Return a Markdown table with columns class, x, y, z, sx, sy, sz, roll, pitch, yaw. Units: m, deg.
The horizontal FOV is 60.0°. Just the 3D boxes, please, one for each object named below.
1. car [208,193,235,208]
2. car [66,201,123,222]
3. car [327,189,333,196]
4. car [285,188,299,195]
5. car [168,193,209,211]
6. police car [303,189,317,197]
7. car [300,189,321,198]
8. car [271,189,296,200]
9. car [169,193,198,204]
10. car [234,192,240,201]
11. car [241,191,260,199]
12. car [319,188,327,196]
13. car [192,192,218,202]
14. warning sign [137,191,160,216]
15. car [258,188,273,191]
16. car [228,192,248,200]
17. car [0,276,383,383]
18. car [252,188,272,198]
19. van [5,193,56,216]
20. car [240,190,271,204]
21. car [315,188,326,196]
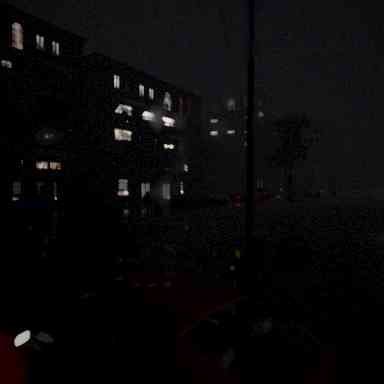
| class | x | y | z | sx | sy | sz | roll | pitch | yaw |
| --- | --- | --- | --- | --- | --- | --- | --- | --- | --- |
| car | 2.610 | 1.040 | 37.588 | 2.008 | 1.369 | 4.403 | 2 | 2 | 35 |
| car | -6.900 | 1.319 | 23.853 | 1.947 | 1.339 | 4.313 | 2 | 2 | 35 |
| car | 34.309 | 0.068 | 83.373 | 1.967 | 1.590 | 4.097 | 2 | 2 | 35 |
| car | 24.251 | -0.044 | 83.561 | 2.192 | 1.841 | 5.009 | 2 | 2 | 35 |
| car | -0.561 | 1.122 | 33.009 | 1.887 | 1.381 | 4.507 | 2 | 2 | 35 |
| police car | 27.324 | 0.179 | 76.830 | 1.930 | 1.638 | 5.238 | 0 | 1 | 32 |
| car | 24.799 | 0.435 | 69.641 | 2.008 | 1.369 | 4.403 | 2 | 2 | 35 |
| car | 15.387 | 0.665 | 56.043 | 1.752 | 1.417 | 4.829 | 2 | 2 | 35 |
| car | -1.110 | 0.895 | 46.937 | 1.947 | 1.339 | 4.313 | 2 | 2 | 35 |
| car | 7.285 | 0.804 | 49.000 | 1.812 | 1.442 | 4.674 | 1 | 1 | 35 |
| car | 11.473 | 0.511 | 65.111 | 1.752 | 1.417 | 4.829 | 2 | 2 | 35 |
| car | 27.968 | 0.350 | 74.218 | 2.008 | 1.369 | 4.403 | 2 | 2 | 35 |
| car | 2.060 | 0.793 | 51.516 | 2.008 | 1.369 | 4.403 | 2 | 2 | 35 |
| warning sign | -3.283 | 0.842 | 24.939 | 1.300 | 1.860 | 1.060 | 0 | 0 | 35 |
| car | 12.891 | 0.345 | 57.180 | 2.150 | 2.045 | 5.566 | 1 | 1 | 35 |
| car | 8.399 | 0.635 | 60.674 | 1.947 | 1.339 | 4.313 | 2 | 2 | 35 |
| car | -0.495 | 1.543 | 3.218 | 4.507 | 1.381 | 1.887 | 0 | 0 | 36 |
| car | 14.742 | 0.212 | 69.825 | 2.192 | 1.841 | 5.009 | 2 | 2 | 35 |
| van | -13.787 | 1.021 | 28.616 | 1.690 | 1.788 | 3.998 | 2 | 2 | 35 |
| car | 8.949 | 0.866 | 46.746 | 2.008 | 1.369 | 4.403 | 2 | 2 | 35 |
| car | 32.763 | -0.046 | 84.962 | 2.097 | 1.767 | 4.553 | 0 | 1 | 28 |
